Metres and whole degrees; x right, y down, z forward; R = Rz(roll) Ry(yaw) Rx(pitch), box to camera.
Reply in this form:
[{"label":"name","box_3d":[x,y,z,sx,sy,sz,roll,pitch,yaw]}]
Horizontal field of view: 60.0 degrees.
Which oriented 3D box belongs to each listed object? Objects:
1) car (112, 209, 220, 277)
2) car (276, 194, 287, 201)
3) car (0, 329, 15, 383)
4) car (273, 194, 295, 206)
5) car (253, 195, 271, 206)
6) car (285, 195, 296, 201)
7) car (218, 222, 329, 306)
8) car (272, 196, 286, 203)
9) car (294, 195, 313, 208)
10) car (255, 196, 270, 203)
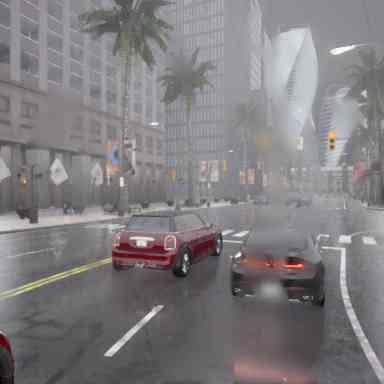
[{"label":"car","box_3d":[-0.533,1.352,10.591,2.097,1.767,4.553,0,0,21]},{"label":"car","box_3d":[24.019,1.350,89.180,2.185,1.767,4.553,0,0,24]},{"label":"car","box_3d":[-3.041,1.352,1.580,2.097,1.767,4.553,0,0,7]},{"label":"car","box_3d":[14.802,1.502,53.476,1.837,1.490,4.892,0,0,25]},{"label":"car","box_3d":[11.608,1.350,54.907,2.097,1.767,4.553,0,0,25]},{"label":"car","box_3d":[24.364,1.474,82.404,1.882,1.535,5.008,0,0,25]},{"label":"car","box_3d":[2.251,1.504,8.224,1.837,1.490,4.892,0,0,20]},{"label":"car","box_3d":[17.934,1.549,68.471,1.994,1.385,4.181,0,0,25]},{"label":"car","box_3d":[16.154,1.523,47.597,1.812,1.442,4.674,0,0,25]},{"label":"car","box_3d":[14.795,1.510,69.282,2.161,1.482,4.786,0,0,24]}]
